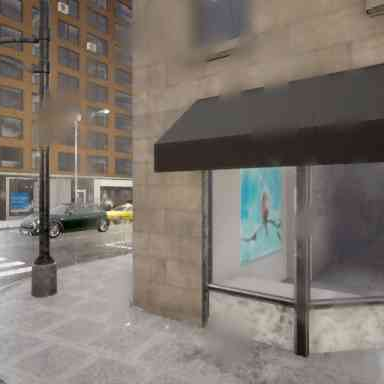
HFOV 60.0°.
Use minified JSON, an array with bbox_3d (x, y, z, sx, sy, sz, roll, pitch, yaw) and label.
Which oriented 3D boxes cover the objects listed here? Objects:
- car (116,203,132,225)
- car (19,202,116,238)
[{"bbox_3d":[-4.907,1.548,24.696,1.752,1.417,4.829,0,0,36],"label":"car"},{"bbox_3d":[-6.709,1.366,17.871,2.097,1.767,4.553,0,0,36],"label":"car"}]
